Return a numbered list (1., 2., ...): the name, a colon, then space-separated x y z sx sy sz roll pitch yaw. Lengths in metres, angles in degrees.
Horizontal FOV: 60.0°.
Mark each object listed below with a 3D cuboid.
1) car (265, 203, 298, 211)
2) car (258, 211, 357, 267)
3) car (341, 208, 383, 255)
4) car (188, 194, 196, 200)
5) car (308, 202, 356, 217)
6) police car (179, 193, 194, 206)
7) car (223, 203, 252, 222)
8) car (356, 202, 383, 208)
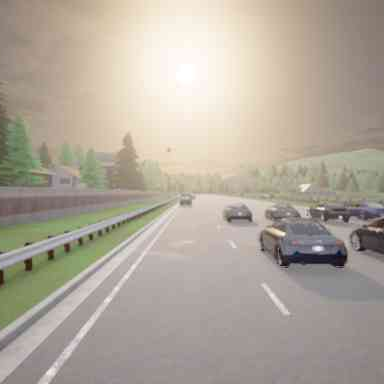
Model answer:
1. car: 7.074 1.579 26.404 1.994 1.385 4.181 0 0 0
2. car: 3.573 1.570 11.406 1.994 1.385 4.181 0 0 0
3. car: 7.070 1.513 11.045 1.837 1.490 4.892 0 0 0
4. car: 0.002 1.436 90.323 2.128 1.511 4.902 0 0 0
5. car: 10.570 1.521 26.032 1.837 1.490 4.892 0 0 0
6. police car: -1.050 1.457 54.822 1.930 1.638 5.238 0 0 0
7. car: 3.574 1.579 26.617 1.994 1.385 4.181 0 0 0
8. car: 14.076 1.541 26.945 1.812 1.442 4.674 0 0 0
